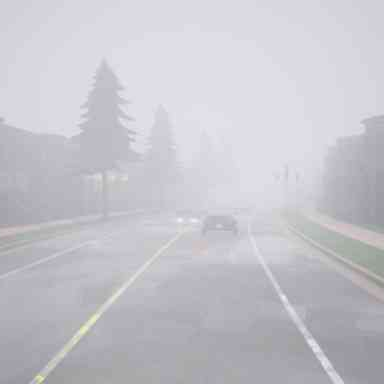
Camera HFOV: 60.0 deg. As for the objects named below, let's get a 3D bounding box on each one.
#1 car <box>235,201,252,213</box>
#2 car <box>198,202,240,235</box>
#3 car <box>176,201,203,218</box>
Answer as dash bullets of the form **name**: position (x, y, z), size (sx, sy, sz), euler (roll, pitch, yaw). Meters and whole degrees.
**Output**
- **car**: position (5.762, 1.620, 37.824), size (1.895, 1.301, 4.718), euler (0, 0, 16)
- **car**: position (1.663, 1.531, 18.920), size (1.812, 1.442, 4.674), euler (0, 0, 8)
- **car**: position (0.081, 1.548, 30.763), size (2.033, 1.411, 5.357), euler (0, 0, 13)
